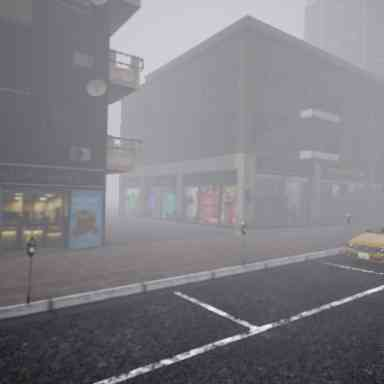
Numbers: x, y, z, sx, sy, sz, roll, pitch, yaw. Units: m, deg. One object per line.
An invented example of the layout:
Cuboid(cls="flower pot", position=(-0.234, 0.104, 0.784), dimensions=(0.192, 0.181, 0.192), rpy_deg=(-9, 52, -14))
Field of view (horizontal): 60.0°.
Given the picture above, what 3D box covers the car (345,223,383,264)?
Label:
Cuboid(cls="car", position=(6.951, 1.530, 11.030), dimensions=(4.829, 1.417, 1.752), rpy_deg=(0, 2, -35))
